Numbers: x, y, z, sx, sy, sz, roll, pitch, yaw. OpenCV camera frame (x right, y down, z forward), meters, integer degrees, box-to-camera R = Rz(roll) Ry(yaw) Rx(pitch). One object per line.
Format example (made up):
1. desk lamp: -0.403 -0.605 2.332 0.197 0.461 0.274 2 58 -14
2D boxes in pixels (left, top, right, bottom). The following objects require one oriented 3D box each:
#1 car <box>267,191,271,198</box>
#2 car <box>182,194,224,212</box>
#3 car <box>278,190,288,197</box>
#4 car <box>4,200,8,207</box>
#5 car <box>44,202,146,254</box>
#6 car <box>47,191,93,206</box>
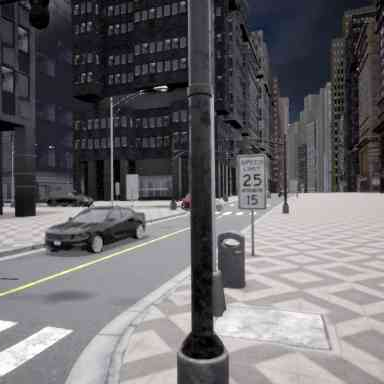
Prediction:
1. car: 14.783 0.461 66.771 1.837 1.490 4.892 -1 1 19
2. car: 0.913 0.897 30.403 2.097 1.767 4.553 -2 2 -30
3. car: 19.819 0.331 72.190 1.837 1.490 4.892 -1 1 19
4. car: -26.225 1.260 43.019 4.892 1.490 1.837 0 0 19
5. car: -3.590 1.329 13.207 1.882 1.535 5.008 -1 1 19
6. car: -14.305 0.868 38.922 5.566 2.045 2.150 -1 -1 19
